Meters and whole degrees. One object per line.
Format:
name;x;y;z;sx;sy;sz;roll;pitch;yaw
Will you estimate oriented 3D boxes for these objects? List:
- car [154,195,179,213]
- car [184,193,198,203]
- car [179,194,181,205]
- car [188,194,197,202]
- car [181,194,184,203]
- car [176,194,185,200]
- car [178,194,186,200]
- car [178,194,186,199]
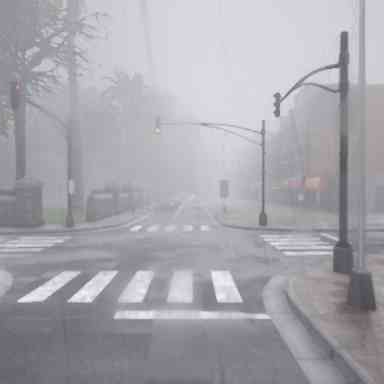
car;-2.624;1.225;32.971;1.967;1.590;4.097;0;0;0
car;0.030;1.209;57.496;1.812;1.442;4.674;0;0;0
car;-2.620;1.197;38.659;1.967;1.590;4.097;0;0;0
car;0.036;1.186;67.500;1.812;1.442;4.674;0;0;0
car;-2.616;1.291;50.038;1.802;1.307;4.206;0;0;0
car;-2.602;1.175;78.481;1.887;1.381;4.507;0;0;0
car;-2.600;1.166;84.169;1.887;1.381;4.507;0;0;0
car;-2.597;1.164;89.858;2.008;1.369;4.403;-1;0;0
